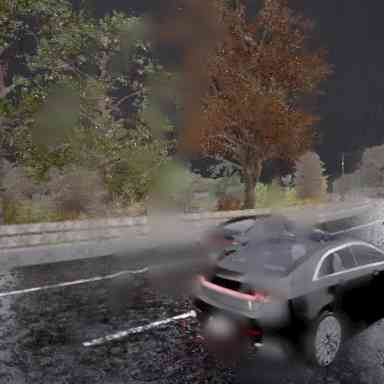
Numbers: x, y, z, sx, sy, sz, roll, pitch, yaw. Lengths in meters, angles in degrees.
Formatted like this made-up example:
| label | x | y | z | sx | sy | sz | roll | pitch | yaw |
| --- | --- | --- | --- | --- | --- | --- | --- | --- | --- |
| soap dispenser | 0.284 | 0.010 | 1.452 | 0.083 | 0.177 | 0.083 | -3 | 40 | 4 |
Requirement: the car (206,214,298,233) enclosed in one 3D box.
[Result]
| label | x | y | z | sx | sy | sz | roll | pitch | yaw |
| --- | --- | --- | --- | --- | --- | --- | --- | --- | --- |
| car | 2.438 | 1.465 | 10.428 | 4.892 | 1.490 | 1.837 | -1 | 0 | -40 |

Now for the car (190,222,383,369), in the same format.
| label | x | y | z | sx | sy | sz | roll | pitch | yaw |
| --- | --- | --- | --- | --- | --- | --- | --- | --- | --- |
| car | 2.229 | 1.463 | 5.738 | 4.902 | 1.511 | 2.128 | 0 | 0 | -39 |
